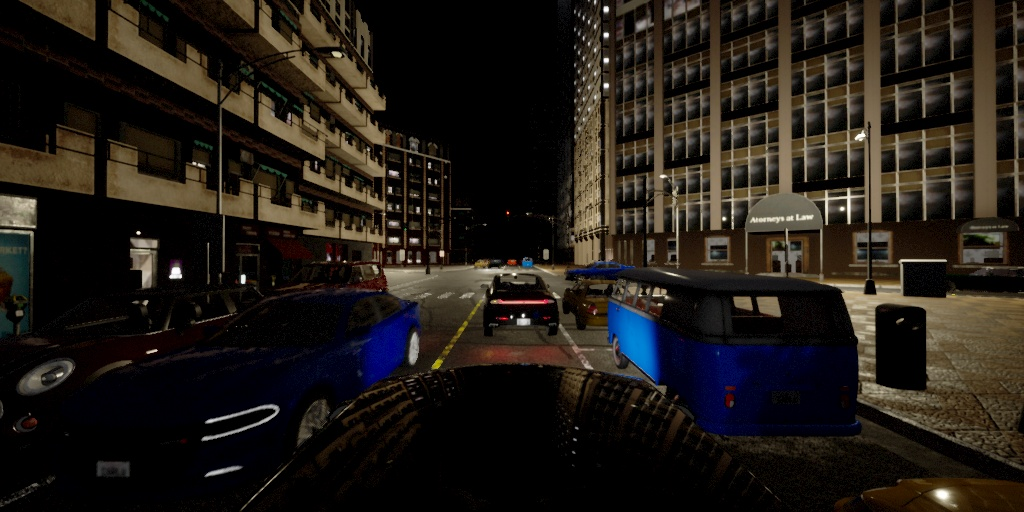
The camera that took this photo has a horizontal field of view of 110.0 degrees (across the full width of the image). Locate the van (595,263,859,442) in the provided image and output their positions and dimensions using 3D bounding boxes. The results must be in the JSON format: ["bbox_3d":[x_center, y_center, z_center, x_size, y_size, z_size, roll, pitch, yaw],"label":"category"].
[{"bbox_3d":[2.567,1.091,5.206,1.690,1.789,3.998,0,0,0],"label":"van"}]

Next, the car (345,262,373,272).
[{"bbox_3d":[-21.763,1.531,50.994,4.181,1.385,1.994,-1,-1,41],"label":"car"}]

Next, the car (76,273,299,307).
[{"bbox_3d":[-5.314,1.190,5.202,1.967,1.591,4.097,0,0,0],"label":"car"}]

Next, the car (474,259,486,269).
[{"bbox_3d":[-5.301,1.346,59.568,1.751,1.417,4.829,0,0,0],"label":"car"}]

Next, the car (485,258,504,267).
[{"bbox_3d":[-2.803,1.419,58.826,1.895,1.301,4.718,0,0,2],"label":"car"}]

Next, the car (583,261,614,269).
[{"bbox_3d":[6.186,1.158,25.338,5.008,1.535,1.882,-1,-1,-6],"label":"car"}]

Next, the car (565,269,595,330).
[{"bbox_3d":[2.568,1.278,10.912,1.751,1.417,4.829,0,0,0],"label":"car"}]

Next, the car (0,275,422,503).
[{"bbox_3d":[-2.735,1.228,5.020,1.882,1.535,5.008,0,0,2],"label":"car"}]

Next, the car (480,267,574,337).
[{"bbox_3d":[0.135,1.244,10.348,2.128,1.511,4.902,0,0,-3],"label":"car"}]

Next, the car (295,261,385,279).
[{"bbox_3d":[-5.312,1.067,10.738,2.192,1.841,5.009,0,0,0],"label":"car"}]

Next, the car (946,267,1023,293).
[{"bbox_3d":[22.536,1.150,16.833,4.718,1.301,1.895,-1,-1,41],"label":"car"}]

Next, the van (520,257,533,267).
[{"bbox_3d":[2.580,1.161,59.735,1.690,1.789,3.998,0,0,0],"label":"van"}]
